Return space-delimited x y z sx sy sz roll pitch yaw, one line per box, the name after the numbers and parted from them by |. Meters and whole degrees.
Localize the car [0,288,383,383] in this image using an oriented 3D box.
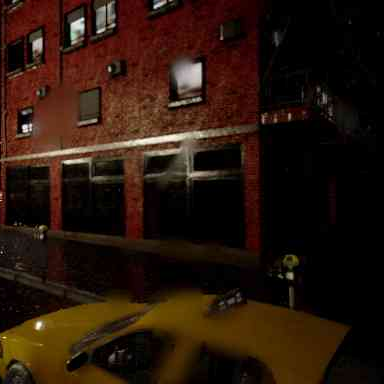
0.056 1.510 2.848 4.829 1.417 1.752 1 -1 35 | car

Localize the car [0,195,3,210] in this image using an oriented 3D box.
-20.636 1.089 37.930 2.192 1.841 5.009 -1 -1 36 | car
